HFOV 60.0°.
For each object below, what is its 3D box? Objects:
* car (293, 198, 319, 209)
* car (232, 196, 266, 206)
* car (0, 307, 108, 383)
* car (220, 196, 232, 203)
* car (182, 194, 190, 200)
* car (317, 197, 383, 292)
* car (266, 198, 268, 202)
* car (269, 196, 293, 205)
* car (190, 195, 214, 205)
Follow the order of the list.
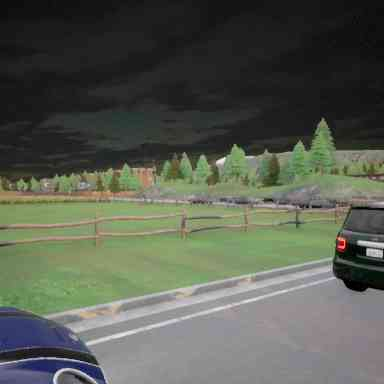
[{"bbox_3d":[15.417,1.491,40.621,2.128,1.511,4.902,0,0,-36],"label":"car"},{"bbox_3d":[9.305,1.505,54.878,1.837,1.490,4.892,0,0,-36],"label":"car"},{"bbox_3d":[-2.727,1.352,1.795,4.553,1.767,2.097,0,0,-36],"label":"car"},{"bbox_3d":[7.731,1.513,69.014,1.812,1.442,4.674,0,0,-36],"label":"car"},{"bbox_3d":[-0.297,1.242,68.122,1.812,1.442,4.674,0,0,-36],"label":"car"},{"bbox_3d":[5.552,1.221,7.728,5.566,2.045,2.150,0,0,-36],"label":"car"},{"bbox_3d":[10.569,1.525,59.090,1.812,1.442,4.674,0,0,-36],"label":"car"},{"bbox_3d":[16.476,1.547,56.940,2.033,1.411,5.357,0,0,-36],"label":"car"},{"bbox_3d":[2.081,1.564,58.843,1.994,1.385,4.181,0,0,-36],"label":"car"}]
